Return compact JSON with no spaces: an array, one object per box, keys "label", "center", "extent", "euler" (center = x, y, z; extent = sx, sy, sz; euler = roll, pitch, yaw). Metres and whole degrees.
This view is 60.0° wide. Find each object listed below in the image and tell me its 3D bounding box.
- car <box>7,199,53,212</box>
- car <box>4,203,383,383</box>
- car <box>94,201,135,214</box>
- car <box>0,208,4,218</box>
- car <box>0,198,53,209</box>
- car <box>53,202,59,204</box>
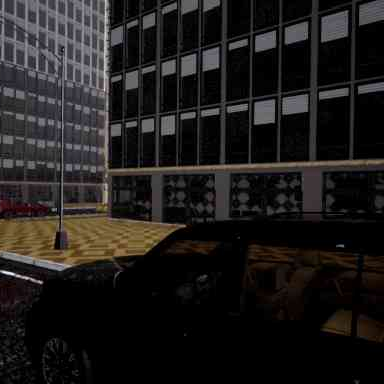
[{"label":"car","center":[-19.596,1.642,40.433],"extent":[1.752,1.417,4.829],"euler":[1,0,37]},{"label":"car","center":[0.699,1.221,3.184],"extent":[5.566,2.045,2.150],"euler":[0,0,36]},{"label":"car","center":[-9.301,1.829,40.239],"extent":[1.752,1.417,4.829],"euler":[1,0,37]},{"label":"car","center":[-7.283,1.347,8.905],"extent":[4.553,1.767,2.097],"euler":[0,0,36]},{"label":"car","center":[-16.126,1.518,31.048],"extent":[2.192,1.841,5.009],"euler":[1,0,37]},{"label":"car","center":[-17.782,1.661,38.515],"extent":[1.837,1.490,4.892],"euler":[1,0,37]}]
